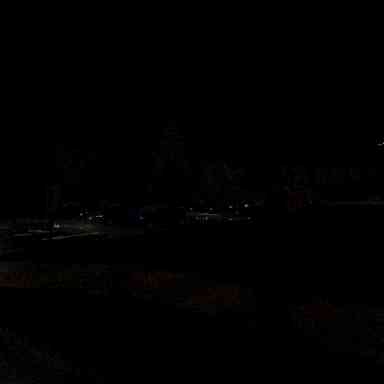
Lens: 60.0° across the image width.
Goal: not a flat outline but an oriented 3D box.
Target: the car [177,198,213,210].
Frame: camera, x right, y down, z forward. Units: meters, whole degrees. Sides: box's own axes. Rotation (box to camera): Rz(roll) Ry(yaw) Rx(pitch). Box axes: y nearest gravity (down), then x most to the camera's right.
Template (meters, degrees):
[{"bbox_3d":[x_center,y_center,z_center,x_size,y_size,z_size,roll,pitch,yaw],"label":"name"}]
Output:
[{"bbox_3d":[0.463,1.547,43.630,2.033,1.411,5.357,0,0,36],"label":"car"}]

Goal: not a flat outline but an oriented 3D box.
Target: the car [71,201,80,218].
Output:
[{"bbox_3d":[-7.049,1.505,27.377,1.837,1.490,4.892,0,0,36],"label":"car"}]

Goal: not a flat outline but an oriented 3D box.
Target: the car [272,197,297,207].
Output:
[{"bbox_3d":[14.462,1.564,50.839,1.994,1.385,4.181,0,0,37],"label":"car"}]

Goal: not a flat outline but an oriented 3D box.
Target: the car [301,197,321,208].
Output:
[{"bbox_3d":[17.632,1.479,49.234,1.882,1.535,5.008,0,0,36],"label":"car"}]

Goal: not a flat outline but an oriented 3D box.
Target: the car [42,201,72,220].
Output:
[{"bbox_3d":[-10.441,1.526,28.668,1.812,1.442,4.674,0,0,36],"label":"car"}]

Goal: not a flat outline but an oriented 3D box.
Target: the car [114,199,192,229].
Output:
[{"bbox_3d":[-2.400,1.478,21.872,1.882,1.535,5.008,0,0,36],"label":"car"}]

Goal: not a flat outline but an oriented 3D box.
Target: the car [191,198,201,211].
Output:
[{"bbox_3d":[1.479,1.547,39.090,2.033,1.411,5.357,0,0,36],"label":"car"}]

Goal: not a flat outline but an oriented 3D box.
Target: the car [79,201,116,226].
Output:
[{"bbox_3d":[-5.268,1.505,23.879,1.837,1.490,4.892,0,0,36],"label":"car"}]

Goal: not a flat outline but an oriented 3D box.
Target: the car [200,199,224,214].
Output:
[{"bbox_3d":[3.126,1.564,35.400,1.994,1.385,4.181,0,0,36],"label":"car"}]

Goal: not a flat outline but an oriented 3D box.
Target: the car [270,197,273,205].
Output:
[{"bbox_3d":[12.345,1.521,53.853,2.128,1.511,4.902,0,0,36],"label":"car"}]

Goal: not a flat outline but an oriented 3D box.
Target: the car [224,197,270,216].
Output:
[{"bbox_3d":[5.497,1.353,32.715,2.097,1.767,4.553,0,0,36],"label":"car"}]
